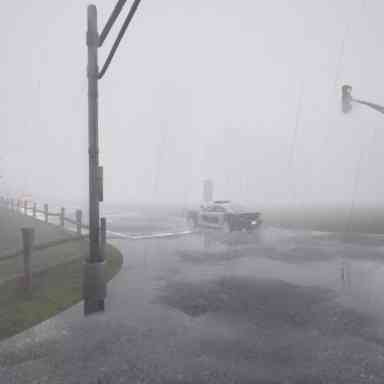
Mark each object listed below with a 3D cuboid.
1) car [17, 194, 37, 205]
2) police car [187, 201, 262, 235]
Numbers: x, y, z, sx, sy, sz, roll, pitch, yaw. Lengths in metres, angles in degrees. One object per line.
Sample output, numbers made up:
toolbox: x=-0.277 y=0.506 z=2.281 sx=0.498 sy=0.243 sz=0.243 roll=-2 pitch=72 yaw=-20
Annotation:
car: x=-24.683 y=1.041 z=49.675 sx=2.097 sy=1.767 sz=4.553 roll=-1 pitch=1 yaw=-35
police car: x=1.593 y=1.320 z=18.650 sx=1.930 sy=1.638 sz=5.238 roll=-1 pitch=1 yaw=-35
